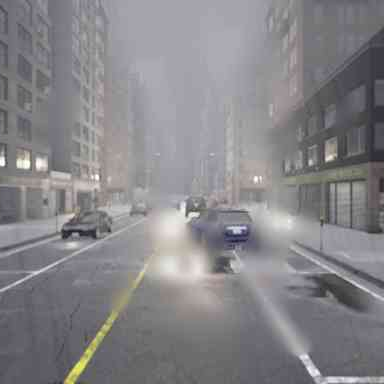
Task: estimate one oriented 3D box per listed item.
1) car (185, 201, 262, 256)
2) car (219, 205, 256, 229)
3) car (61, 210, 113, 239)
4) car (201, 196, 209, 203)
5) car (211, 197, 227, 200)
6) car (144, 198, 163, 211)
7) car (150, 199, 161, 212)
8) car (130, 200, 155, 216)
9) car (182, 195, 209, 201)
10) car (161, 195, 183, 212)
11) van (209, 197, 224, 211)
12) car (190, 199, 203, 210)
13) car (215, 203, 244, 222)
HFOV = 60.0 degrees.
[{"bbox_3d":[1.141,1.432,13.832,2.097,1.767,4.553,0,0,-12],"label":"car"},{"bbox_3d":[3.095,1.686,23.344,2.008,1.369,4.403,0,0,1],"label":"car"},{"bbox_3d":[-5.487,1.667,17.895,1.947,1.339,4.313,0,0,1],"label":"car"},{"bbox_3d":[3.484,1.979,89.327,1.967,1.590,4.097,0,0,-1],"label":"car"},{"bbox_3d":[3.265,1.545,39.915,2.192,1.841,5.009,0,0,1],"label":"car"},{"bbox_3d":[-5.205,1.700,45.519,1.967,1.590,4.097,0,0,1],"label":"car"},{"bbox_3d":[-5.261,1.794,39.994,1.947,1.339,4.313,0,0,1],"label":"car"},{"bbox_3d":[-5.318,1.778,34.469,1.802,1.307,4.206,0,0,1],"label":"car"},{"bbox_3d":[0.441,1.416,34.222,2.150,2.045,5.566,0,-1,1],"label":"car"},{"bbox_3d":[-2.633,1.474,43.857,2.150,2.045,5.566,0,-1,1],"label":"car"},{"bbox_3d":[3.321,1.602,45.438,1.690,1.788,3.998,0,0,1],"label":"van"},{"bbox_3d":[0.601,1.810,49.629,1.812,1.442,4.674,0,0,0],"label":"car"},{"bbox_3d":[3.151,1.717,28.867,2.008,1.369,4.403,0,0,1],"label":"car"}]
